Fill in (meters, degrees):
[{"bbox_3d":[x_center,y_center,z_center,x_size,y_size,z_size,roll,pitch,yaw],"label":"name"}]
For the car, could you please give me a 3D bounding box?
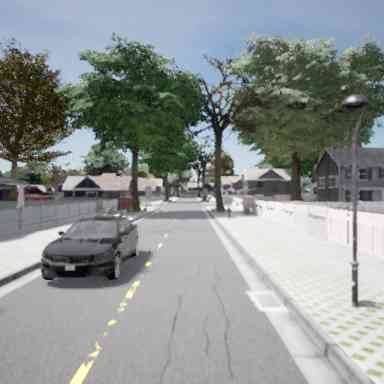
[{"bbox_3d":[-2.849,1.508,10.265,1.882,1.535,5.008,0,0,0],"label":"car"}]
